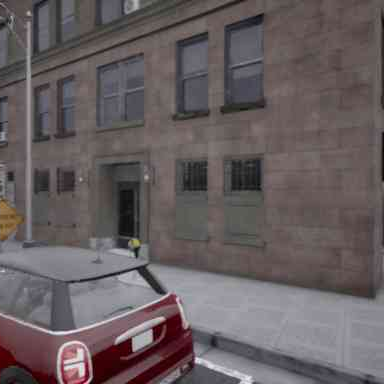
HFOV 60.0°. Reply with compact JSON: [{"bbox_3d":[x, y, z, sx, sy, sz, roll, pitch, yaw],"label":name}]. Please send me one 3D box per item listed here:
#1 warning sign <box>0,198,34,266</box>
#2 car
[{"bbox_3d":[-5.541,1.113,9.744,1.060,1.860,1.300,0,0,35],"label":"warning sign"},{"bbox_3d":[-2.053,1.439,4.310,4.097,1.590,1.967,0,0,35],"label":"car"}]
